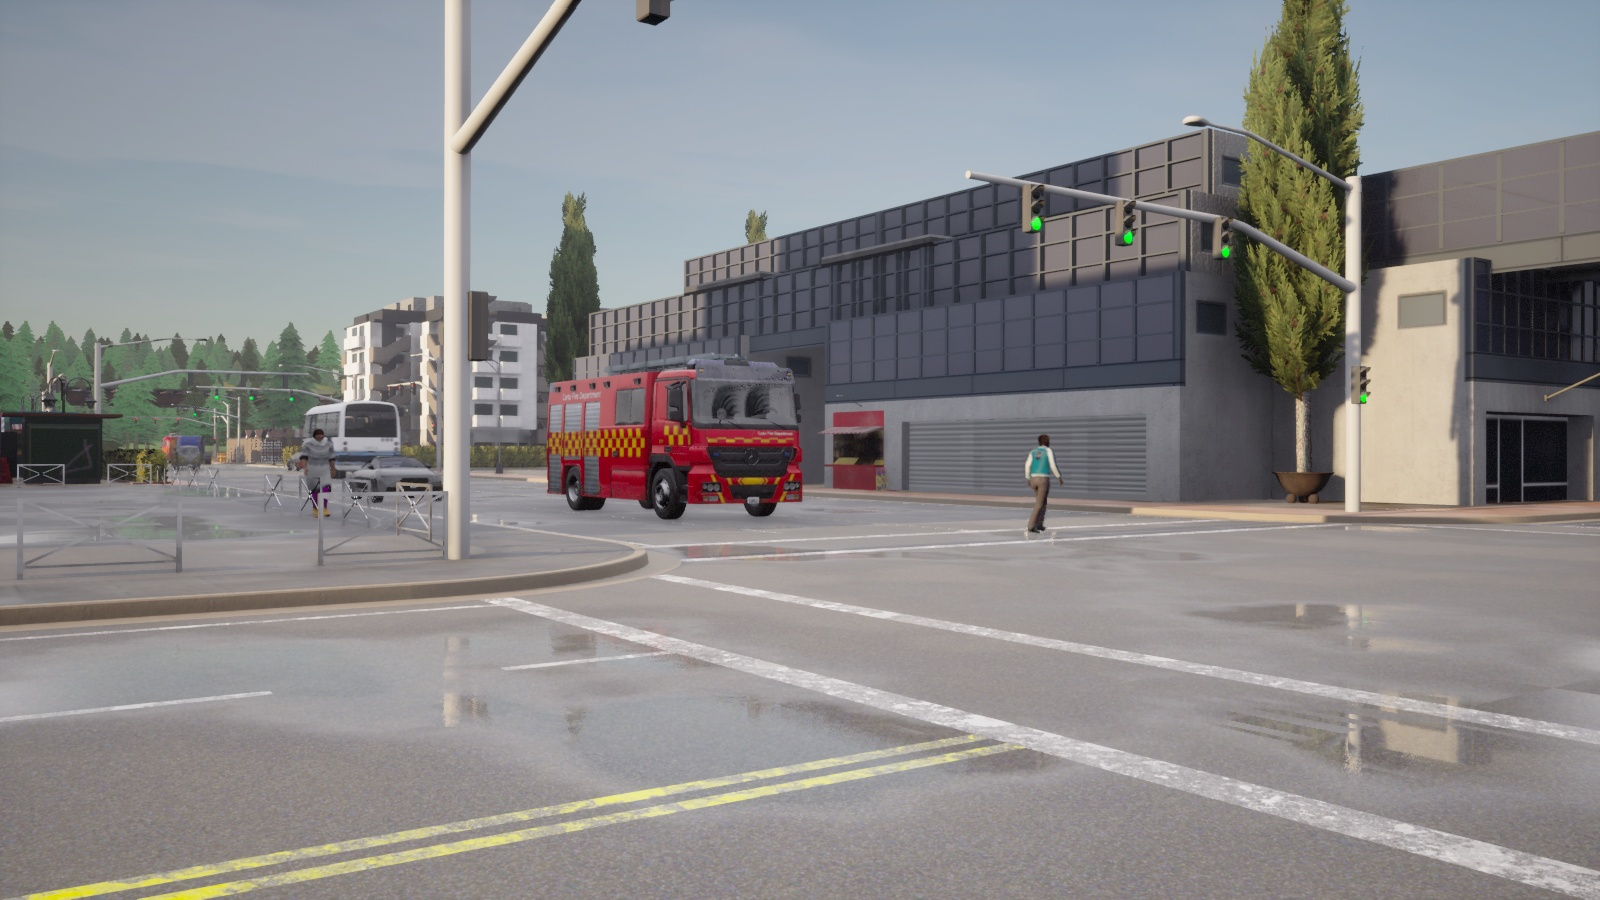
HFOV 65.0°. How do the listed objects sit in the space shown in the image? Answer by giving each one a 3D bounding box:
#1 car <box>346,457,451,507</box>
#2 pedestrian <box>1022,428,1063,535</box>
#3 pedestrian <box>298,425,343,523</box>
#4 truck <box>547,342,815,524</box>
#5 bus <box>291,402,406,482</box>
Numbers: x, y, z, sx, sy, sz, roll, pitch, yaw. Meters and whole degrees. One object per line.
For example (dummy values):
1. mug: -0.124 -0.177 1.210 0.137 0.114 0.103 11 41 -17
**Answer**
1. car: -12.253 0.928 38.178 1.994 1.385 4.181 0 0 -33
2. pedestrian: 4.427 0.570 22.917 0.692 1.930 0.396 0 0 -41
3. pedestrian: -9.755 0.487 25.560 0.659 1.952 0.873 0 0 -35
4. truck: -3.203 -0.338 30.756 2.891 3.827 8.468 0 0 -33
5. bus: -26.072 -0.400 72.102 3.944 4.253 10.273 0 0 -33
